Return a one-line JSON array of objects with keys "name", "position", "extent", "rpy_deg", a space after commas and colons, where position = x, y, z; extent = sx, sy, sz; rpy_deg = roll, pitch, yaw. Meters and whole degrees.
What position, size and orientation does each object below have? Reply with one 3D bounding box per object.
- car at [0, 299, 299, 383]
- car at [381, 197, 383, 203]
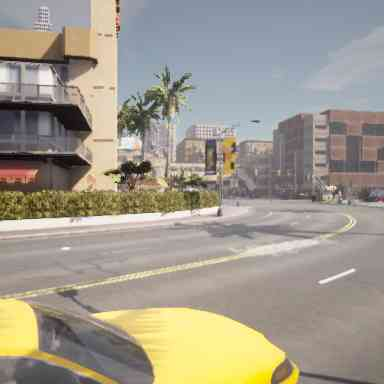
[{"name": "car", "position": [-1.486, 1.448, 2.220], "extent": [5.366, 1.575, 1.801], "rpy_deg": [0, 0, -36]}, {"name": "car", "position": [36.845, 1.216, 67.530], "extent": [2.185, 1.767, 4.553], "rpy_deg": [0, 0, -11]}]
